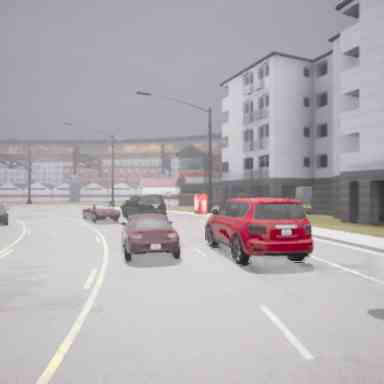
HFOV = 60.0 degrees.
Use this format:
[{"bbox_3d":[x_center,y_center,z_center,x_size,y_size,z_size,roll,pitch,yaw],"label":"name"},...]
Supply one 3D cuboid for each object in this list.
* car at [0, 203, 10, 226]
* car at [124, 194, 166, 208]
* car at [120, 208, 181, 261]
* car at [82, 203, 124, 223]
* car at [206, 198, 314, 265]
[{"bbox_3d":[-13.762,1.483,22.868,1.882,1.535,5.008,0,0,-33],"label":"car"},{"bbox_3d":[-4.063,1.212,27.399,2.150,2.045,5.566,0,0,-30],"label":"car"},{"bbox_3d":[-1.611,1.521,12.322,1.812,1.442,4.674,0,-1,-13],"label":"car"},{"bbox_3d":[-7.098,1.595,25.647,1.895,1.301,4.718,0,0,-30],"label":"car"},{"bbox_3d":[2.095,1.212,11.923,2.150,2.045,5.566,0,0,-12],"label":"car"}]
